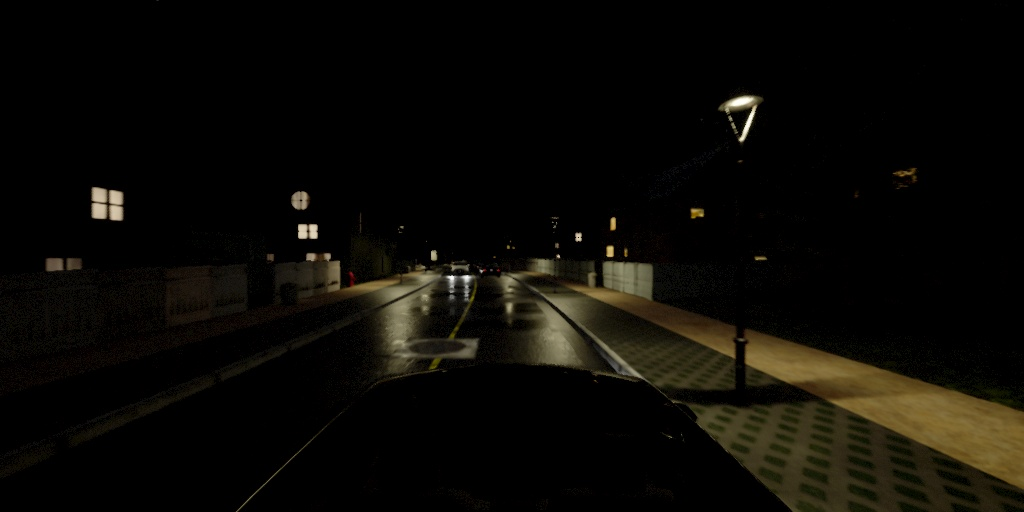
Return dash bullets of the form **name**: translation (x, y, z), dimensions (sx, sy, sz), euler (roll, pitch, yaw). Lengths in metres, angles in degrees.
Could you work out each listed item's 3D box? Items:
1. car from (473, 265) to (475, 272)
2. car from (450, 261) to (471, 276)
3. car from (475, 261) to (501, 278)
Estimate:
- **car**: translation (-3.823, 1.355, 44.928), dimensions (2.033, 1.411, 5.357), euler (0, 0, -10)
- **car**: translation (-5.539, 1.298, 38.384), dimensions (1.812, 1.442, 4.674), euler (0, 0, -8)
- **car**: translation (-2.122, 1.293, 33.780), dimensions (2.033, 1.411, 5.357), euler (0, 0, -8)
